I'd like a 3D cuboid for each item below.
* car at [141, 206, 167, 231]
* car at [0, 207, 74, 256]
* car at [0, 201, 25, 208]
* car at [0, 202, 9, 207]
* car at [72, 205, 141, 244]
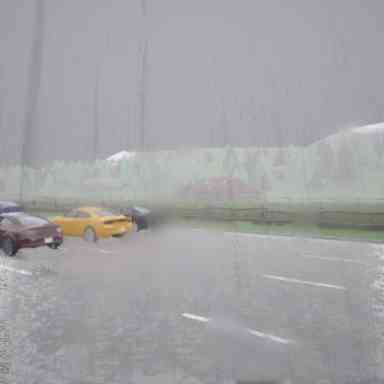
[{"bbox_3d":[-3.771,1.486,19.447,5.008,1.535,1.882,0,0,36],"label":"car"},{"bbox_3d":[-6.942,1.534,13.105,4.674,1.442,1.812,0,0,36],"label":"car"},{"bbox_3d":[-16.017,1.496,28.083,5.008,1.535,1.882,0,0,36],"label":"car"},{"bbox_3d":[-15.298,1.564,23.254,5.357,1.411,2.033,0,0,36],"label":"car"},{"bbox_3d":[-5.063,1.486,16.066,5.008,1.535,1.882,0,0,36],"label":"car"}]
